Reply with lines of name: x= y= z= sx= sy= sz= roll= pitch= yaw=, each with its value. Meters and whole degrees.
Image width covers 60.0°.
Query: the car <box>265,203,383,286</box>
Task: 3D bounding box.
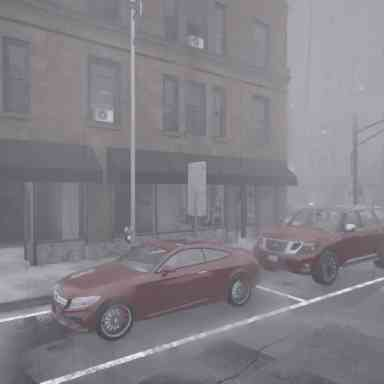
car: x=4.038 y=1.315 z=9.639 sx=5.009 sy=1.841 sz=2.192 roll=0 pitch=0 yaw=-35

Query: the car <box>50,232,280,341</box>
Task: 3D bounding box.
car: x=-0.461 y=1.582 z=6.435 sx=4.206 sy=1.307 sz=1.802 roll=0 pitch=0 yaw=-35

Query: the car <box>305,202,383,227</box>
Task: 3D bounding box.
car: x=11.186 y=1.551 z=24.537 sx=2.033 sy=1.411 sz=5.357 roll=0 pitch=0 yaw=-31

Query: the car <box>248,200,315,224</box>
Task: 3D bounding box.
car: x=6.844 y=1.487 z=25.904 sx=1.882 sy=1.535 sz=5.008 roll=0 pitch=0 yaw=-35
